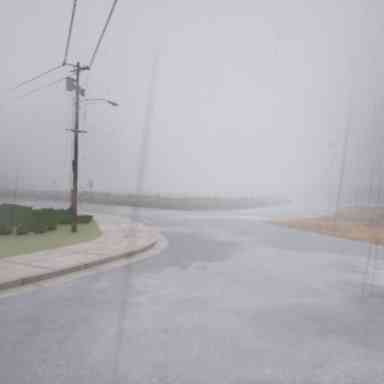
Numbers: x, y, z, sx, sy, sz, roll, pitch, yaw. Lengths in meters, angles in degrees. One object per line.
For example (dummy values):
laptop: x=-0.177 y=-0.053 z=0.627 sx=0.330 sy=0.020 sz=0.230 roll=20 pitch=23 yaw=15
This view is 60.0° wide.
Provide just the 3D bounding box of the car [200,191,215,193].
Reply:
car: x=4.248 y=0.395 z=82.566 sx=4.718 sy=1.301 sz=1.895 roll=3 pitch=1 yaw=33
